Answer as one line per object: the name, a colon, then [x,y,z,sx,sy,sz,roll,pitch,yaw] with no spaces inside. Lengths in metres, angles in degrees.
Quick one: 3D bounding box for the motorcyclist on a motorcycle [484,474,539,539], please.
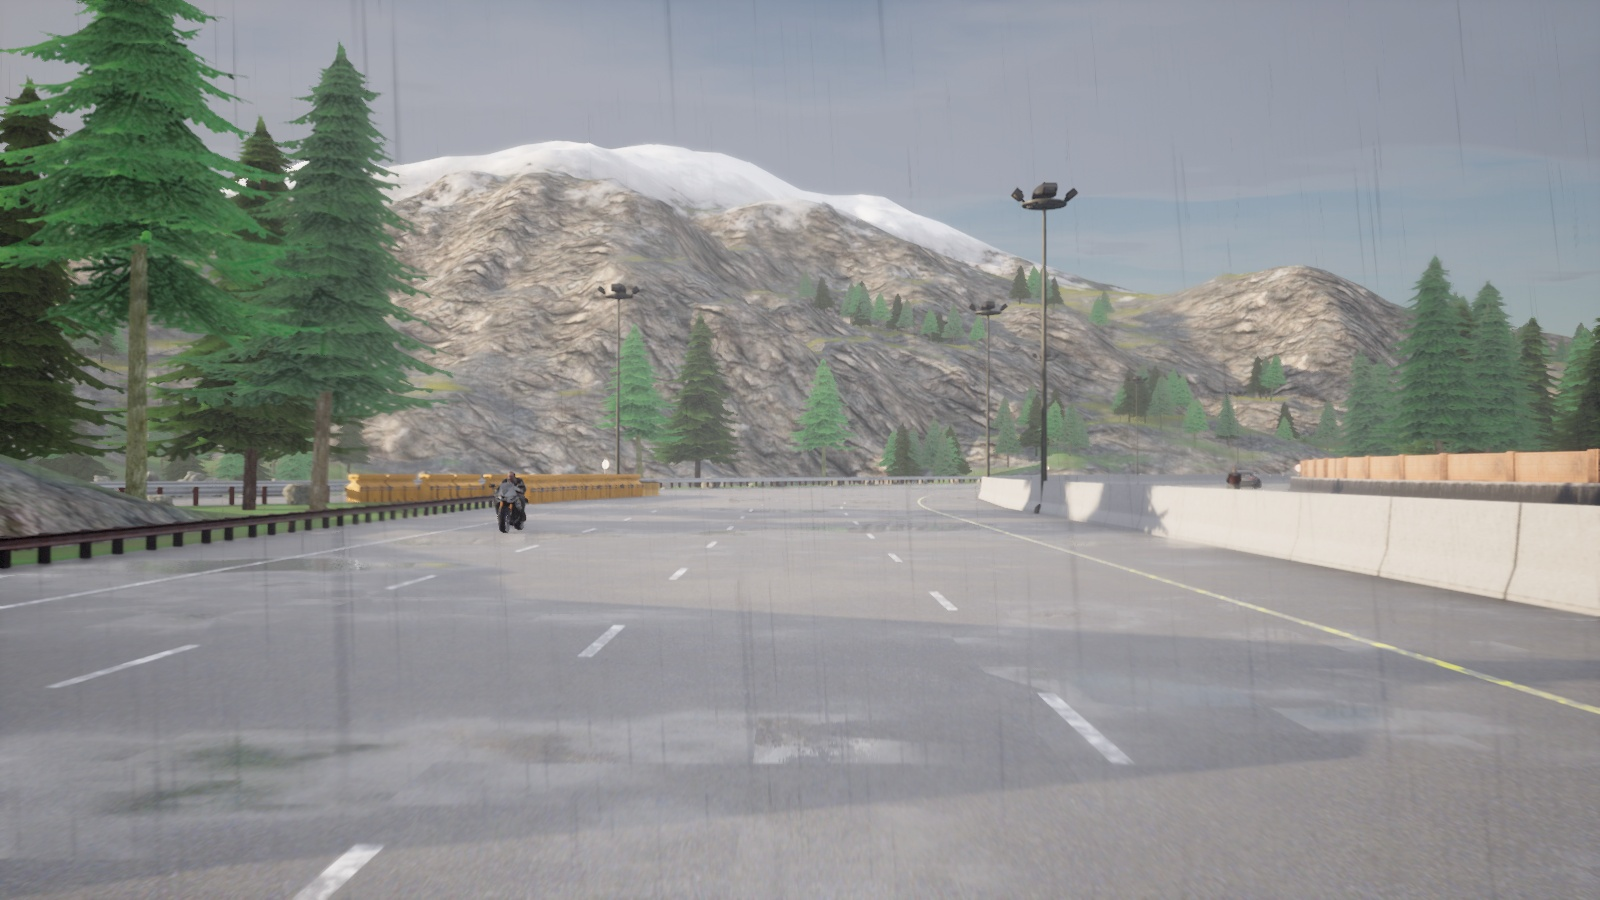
motorcyclist on a motorcycle: [-7.074,1.353,30.895,0.866,1.530,2.191,0,-1,0]
